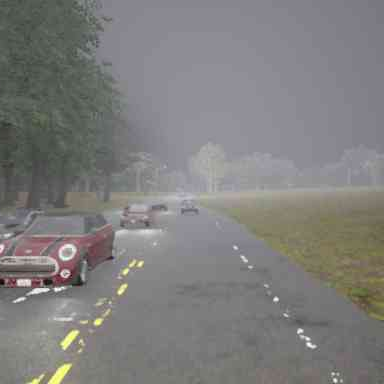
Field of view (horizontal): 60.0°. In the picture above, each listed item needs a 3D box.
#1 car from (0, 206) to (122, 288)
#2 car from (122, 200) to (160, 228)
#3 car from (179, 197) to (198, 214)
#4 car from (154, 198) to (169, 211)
[{"bbox_3d":[-3.585,1.348,9.356,2.097,1.767,4.553,0,0,0],"label":"car"},{"bbox_3d":[-3.517,1.527,22.370,1.812,1.442,4.674,0,0,1],"label":"car"},{"bbox_3d":[-0.358,1.550,36.061,2.033,1.411,5.357,0,0,-4],"label":"car"},{"bbox_3d":[-3.900,1.462,40.722,1.882,1.535,5.008,0,0,-3],"label":"car"}]
